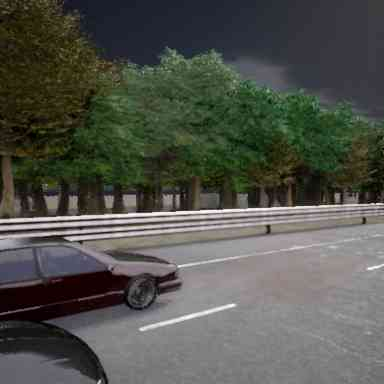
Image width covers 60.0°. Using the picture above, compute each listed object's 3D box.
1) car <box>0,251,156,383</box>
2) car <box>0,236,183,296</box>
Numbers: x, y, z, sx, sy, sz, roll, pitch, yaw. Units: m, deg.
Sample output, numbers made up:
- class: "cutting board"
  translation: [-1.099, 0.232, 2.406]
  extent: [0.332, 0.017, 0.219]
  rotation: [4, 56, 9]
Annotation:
- class: "car"
  translation: [-2.867, 1.492, 1.703]
  extent: [4.902, 1.511, 2.128]
  rotation: [0, 0, -36]
- class: "car"
  translation: [-2.804, 1.547, 6.044]
  extent: [5.357, 1.411, 2.033]
  rotation: [0, 0, -35]
